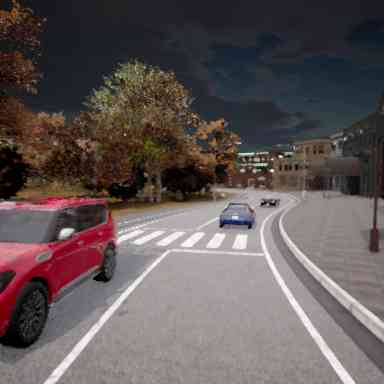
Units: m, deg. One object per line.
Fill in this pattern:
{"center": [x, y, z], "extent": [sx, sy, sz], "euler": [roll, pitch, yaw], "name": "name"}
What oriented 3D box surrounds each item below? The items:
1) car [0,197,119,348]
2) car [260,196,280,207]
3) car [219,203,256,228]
{"center": [-3.174, 1.164, 6.623], "extent": [2.150, 2.045, 5.566], "euler": [0, 1, 5], "name": "car"}
{"center": [9.619, 1.107, 40.627], "extent": [1.895, 1.301, 4.718], "euler": [2, 2, 22], "name": "car"}
{"center": [2.917, 1.388, 20.795], "extent": [1.994, 1.385, 4.181], "euler": [1, 1, 13], "name": "car"}
